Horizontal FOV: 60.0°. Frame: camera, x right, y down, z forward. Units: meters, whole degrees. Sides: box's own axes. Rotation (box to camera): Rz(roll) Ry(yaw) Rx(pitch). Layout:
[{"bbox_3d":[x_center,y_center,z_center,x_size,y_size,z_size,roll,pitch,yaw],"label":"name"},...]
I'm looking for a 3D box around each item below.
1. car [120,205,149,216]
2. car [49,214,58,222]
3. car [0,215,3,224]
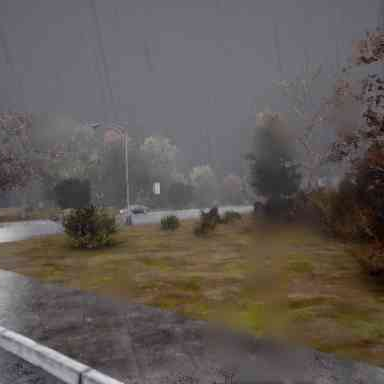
[{"bbox_3d":[-7.919,2.488,45.408,2.128,1.511,4.902,-3,-2,32],"label":"car"},{"bbox_3d":[-13.473,2.514,36.665,1.994,1.385,4.181,-3,-2,32],"label":"car"},{"bbox_3d":[-18.914,2.436,28.353,1.837,1.490,4.892,-3,-2,35],"label":"car"}]
